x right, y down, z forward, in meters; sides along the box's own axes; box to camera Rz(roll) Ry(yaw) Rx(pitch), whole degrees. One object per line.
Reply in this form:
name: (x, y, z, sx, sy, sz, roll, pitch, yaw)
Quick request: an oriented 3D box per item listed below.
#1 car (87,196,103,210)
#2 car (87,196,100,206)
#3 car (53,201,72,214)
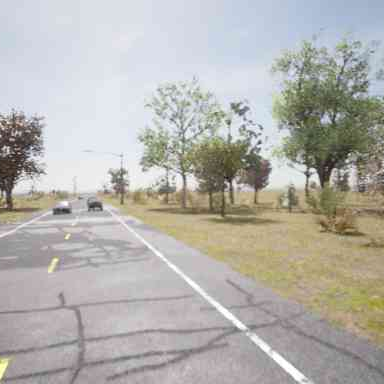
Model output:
car: (-13.295, 1.699, 45.729, 1.837, 1.490, 4.892, -1, 0, -17)
car: (-18.443, 1.621, 62.304, 2.097, 1.767, 4.553, -1, 0, -17)
car: (-14.978, 1.778, 38.691, 2.033, 1.411, 5.357, -1, 0, -17)
